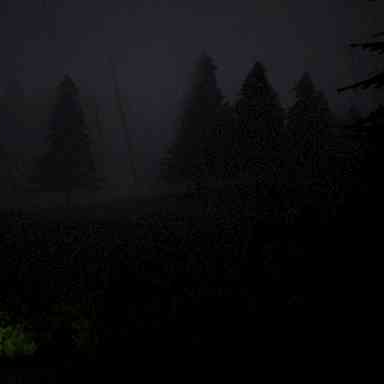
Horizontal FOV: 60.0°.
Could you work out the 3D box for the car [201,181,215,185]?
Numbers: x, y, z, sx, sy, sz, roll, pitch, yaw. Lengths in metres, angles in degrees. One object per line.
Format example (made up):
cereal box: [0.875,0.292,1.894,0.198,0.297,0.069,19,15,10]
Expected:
car: [2.637,-1.622,60.492,4.892,1.490,1.837,-6,4,-33]
